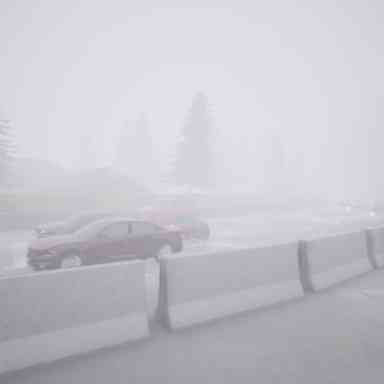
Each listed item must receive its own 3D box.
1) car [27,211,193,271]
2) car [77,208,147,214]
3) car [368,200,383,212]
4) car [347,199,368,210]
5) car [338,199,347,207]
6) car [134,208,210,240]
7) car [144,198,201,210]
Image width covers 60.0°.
[{"bbox_3d":[-2.609,1.602,10.853,5.008,1.535,1.882,0,-1,-37],"label":"car"},{"bbox_3d":[-5.344,1.753,17.509,5.357,1.411,2.033,0,-1,-37],"label":"car"},{"bbox_3d":[23.790,1.723,41.439,1.882,1.535,5.008,-1,0,39],"label":"car"},{"bbox_3d":[24.201,1.781,47.831,1.882,1.535,5.008,-1,-1,37],"label":"car"},{"bbox_3d":[26.342,1.946,57.035,1.994,1.385,4.181,-1,-1,33],"label":"car"},{"bbox_3d":[-1.101,1.732,16.445,4.181,1.385,1.994,0,-1,-39],"label":"car"},{"bbox_3d":[-1.790,1.474,24.903,5.566,2.045,2.150,0,-1,-41],"label":"car"}]
